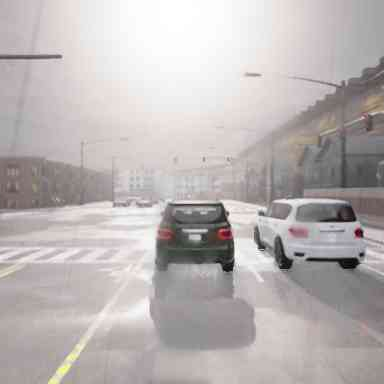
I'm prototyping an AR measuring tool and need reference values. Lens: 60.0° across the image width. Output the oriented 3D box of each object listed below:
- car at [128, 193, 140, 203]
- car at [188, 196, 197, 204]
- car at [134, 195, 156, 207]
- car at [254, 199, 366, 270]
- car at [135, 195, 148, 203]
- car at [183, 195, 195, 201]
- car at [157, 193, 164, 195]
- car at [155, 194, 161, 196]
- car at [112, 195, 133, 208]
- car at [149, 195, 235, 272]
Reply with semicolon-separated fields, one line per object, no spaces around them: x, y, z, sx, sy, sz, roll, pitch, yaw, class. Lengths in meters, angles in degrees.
-10.509;1.284;59.512;2.150;2.045;5.566;0;0;1;car
0.109;1.574;65.364;1.837;1.490;4.892;0;0;0;car
-7.070;1.601;51.065;2.033;1.411;5.357;0;0;0;car
3.592;1.233;11.195;2.150;2.045;5.566;0;0;0;car
-10.487;1.429;69.598;2.097;1.767;4.553;0;0;0;car
-0.862;1.620;89.423;2.128;1.511;4.902;0;0;-14;car
-6.986;1.300;70.958;2.150;2.045;5.566;0;0;0;car
-7.004;1.589;60.343;1.812;1.442;4.674;0;0;0;car
-10.566;1.578;49.846;1.812;1.442;4.674;0;0;0;car
0.090;1.232;10.913;2.150;2.045;5.566;0;0;0;car
